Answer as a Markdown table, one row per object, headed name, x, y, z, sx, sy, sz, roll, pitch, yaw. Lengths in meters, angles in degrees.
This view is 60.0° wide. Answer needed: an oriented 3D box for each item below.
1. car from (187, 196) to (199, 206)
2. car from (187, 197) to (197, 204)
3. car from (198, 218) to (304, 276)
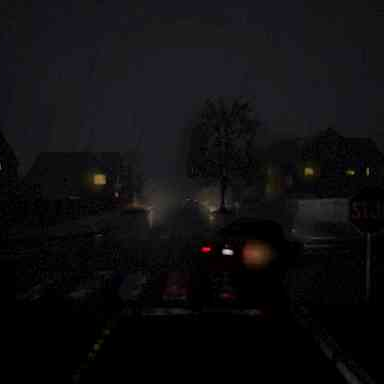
| name | x | y | z | sx | sy | sz | roll | pitch | yaw |
| --- | --- | --- | --- | --- | --- | --- | --- | --- | --- |
| car | 0.108 | 1.443 | 54.018 | 2.128 | 1.511 | 4.902 | 0 | 0 | 0 |
| car | 0.038 | 1.576 | 65.599 | 1.895 | 1.301 | 4.718 | 0 | 0 | 0 |
| car | 2.079 | 1.528 | 10.402 | 2.033 | 1.411 | 5.357 | 0 | 0 | 28 |
